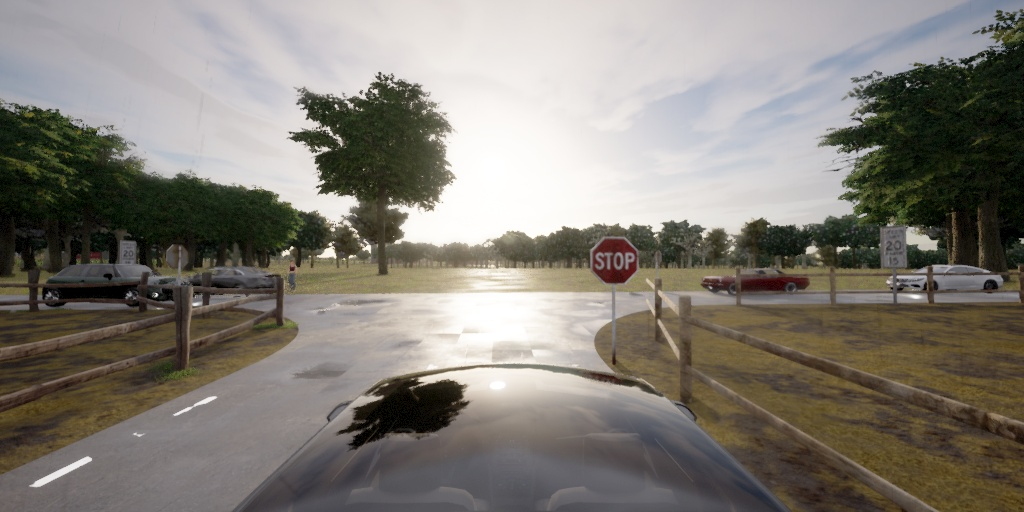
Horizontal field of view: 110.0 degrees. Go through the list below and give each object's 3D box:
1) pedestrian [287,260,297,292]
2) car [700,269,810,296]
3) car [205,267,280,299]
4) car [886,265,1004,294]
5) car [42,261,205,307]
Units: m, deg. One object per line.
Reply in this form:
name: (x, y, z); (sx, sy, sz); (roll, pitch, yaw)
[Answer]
pedestrian: (-12.769, 1.141, 20.819); (0.375, 1.860, 0.375); (0, -1, -2)
car: (12.444, 1.318, 18.597); (4.718, 1.301, 1.895); (0, -1, -3)
car: (-14.045, 1.296, 17.641); (4.902, 1.511, 2.128); (0, -2, 1)
car: (22.600, 1.191, 18.800); (4.674, 1.442, 1.812); (0, -1, 2)
car: (-15.894, 1.086, 14.687); (4.553, 1.767, 2.097); (0, -1, -1)
